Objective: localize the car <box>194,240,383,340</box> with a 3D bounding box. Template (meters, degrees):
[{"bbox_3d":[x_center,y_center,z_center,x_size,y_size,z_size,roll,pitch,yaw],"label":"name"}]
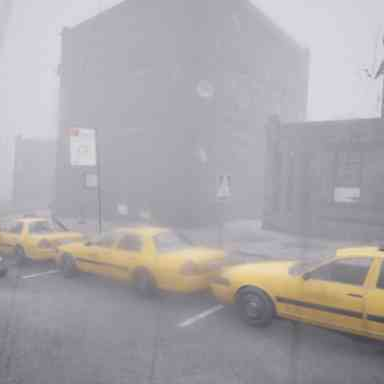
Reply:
[{"bbox_3d":[2.828,1.557,5.465,5.366,1.575,1.946,0,-1,37],"label":"car"}]

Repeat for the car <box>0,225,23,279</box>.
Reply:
[{"bbox_3d":[-6.824,1.609,8.755,5.357,1.411,2.033,0,-1,38],"label":"car"}]

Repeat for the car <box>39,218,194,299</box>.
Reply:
[{"bbox_3d":[-1.598,1.568,8.771,5.366,1.575,1.946,0,-1,37],"label":"car"}]
